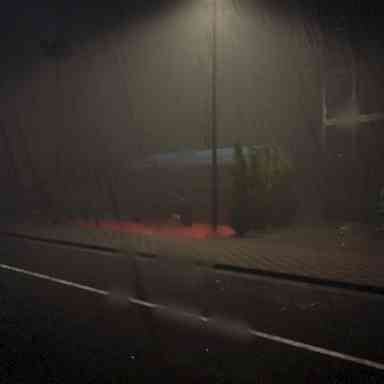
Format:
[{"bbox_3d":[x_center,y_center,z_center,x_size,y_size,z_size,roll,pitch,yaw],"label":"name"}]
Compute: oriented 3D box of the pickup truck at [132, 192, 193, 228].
[{"bbox_3d":[-2.110,1.052,21.491,2.390,2.098,6.274,0,0,-24],"label":"pickup truck"}]
